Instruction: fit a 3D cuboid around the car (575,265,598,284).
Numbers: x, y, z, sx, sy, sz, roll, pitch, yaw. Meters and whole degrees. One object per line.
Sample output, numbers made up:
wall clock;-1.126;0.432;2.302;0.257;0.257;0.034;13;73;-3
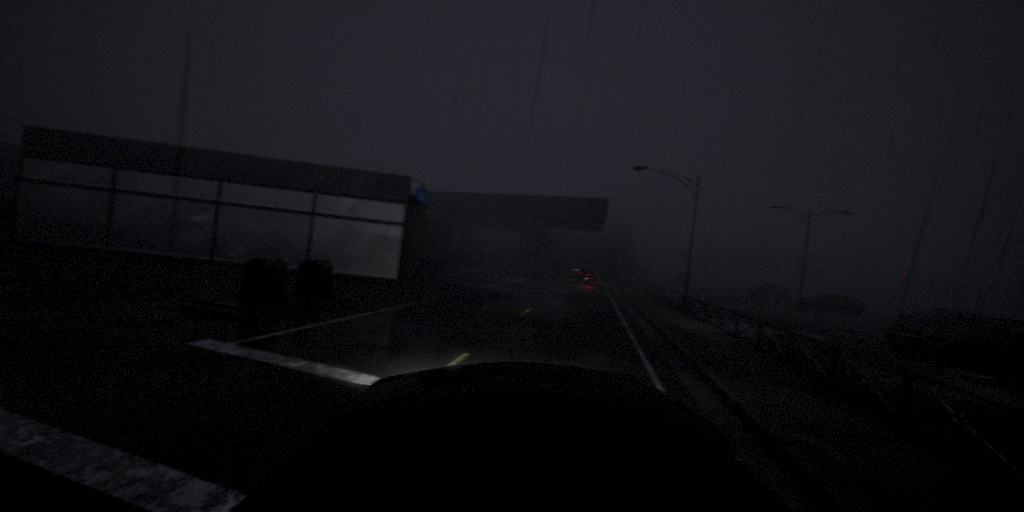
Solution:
car;7.818;2.015;37.241;1.837;1.490;4.892;7;0;13
